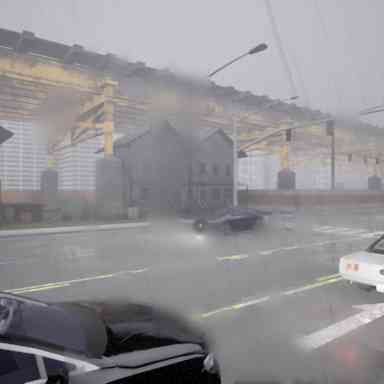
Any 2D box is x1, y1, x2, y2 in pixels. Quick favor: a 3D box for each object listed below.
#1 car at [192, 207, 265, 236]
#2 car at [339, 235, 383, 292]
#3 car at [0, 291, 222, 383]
[{"bbox_3d":[2.088,1.560,18.362,4.181,1.385,1.994,0,0,-35],"label":"car"},{"bbox_3d":[5.565,1.598,7.740,4.718,1.301,1.895,0,0,-35],"label":"car"},{"bbox_3d":[-1.951,1.492,2.354,4.902,1.511,2.128,0,0,-35],"label":"car"}]
